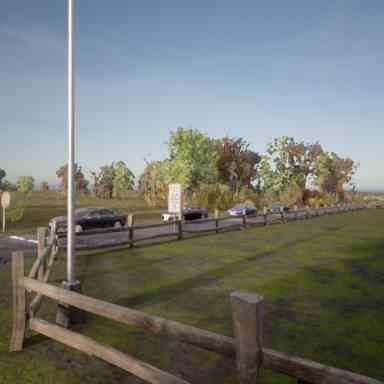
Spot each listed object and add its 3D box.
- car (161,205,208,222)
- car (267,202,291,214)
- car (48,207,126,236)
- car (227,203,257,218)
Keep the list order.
[{"bbox_3d":[-0.538,1.800,27.635,2.128,1.511,4.902,1,0,36],"label":"car"},{"bbox_3d":[11.615,2.111,44.394,1.837,1.490,4.892,1,0,37],"label":"car"},{"bbox_3d":[-6.109,1.678,19.869,1.837,1.490,4.892,1,0,35],"label":"car"},{"bbox_3d":[5.511,1.983,36.012,1.812,1.442,4.674,1,0,36],"label":"car"}]
